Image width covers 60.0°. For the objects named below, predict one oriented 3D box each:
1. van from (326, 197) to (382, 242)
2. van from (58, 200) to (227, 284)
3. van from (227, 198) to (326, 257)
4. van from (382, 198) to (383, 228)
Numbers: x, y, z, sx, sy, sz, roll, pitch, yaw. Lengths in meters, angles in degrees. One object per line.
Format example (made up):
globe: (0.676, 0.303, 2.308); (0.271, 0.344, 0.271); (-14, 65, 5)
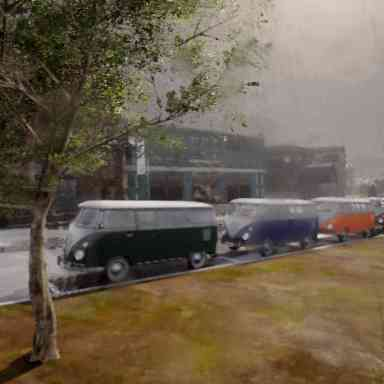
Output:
van: (7.295, 1.294, 16.401); (4.442, 1.987, 1.878); (2, 1, -40)
van: (-1.376, 1.234, 9.359); (4.442, 1.987, 1.878); (2, 0, -39)
van: (3.013, 1.259, 12.805); (4.442, 1.987, 1.878); (2, 1, -40)
van: (11.453, 1.339, 20.143); (1.878, 1.987, 4.442); (3, 1, 44)
